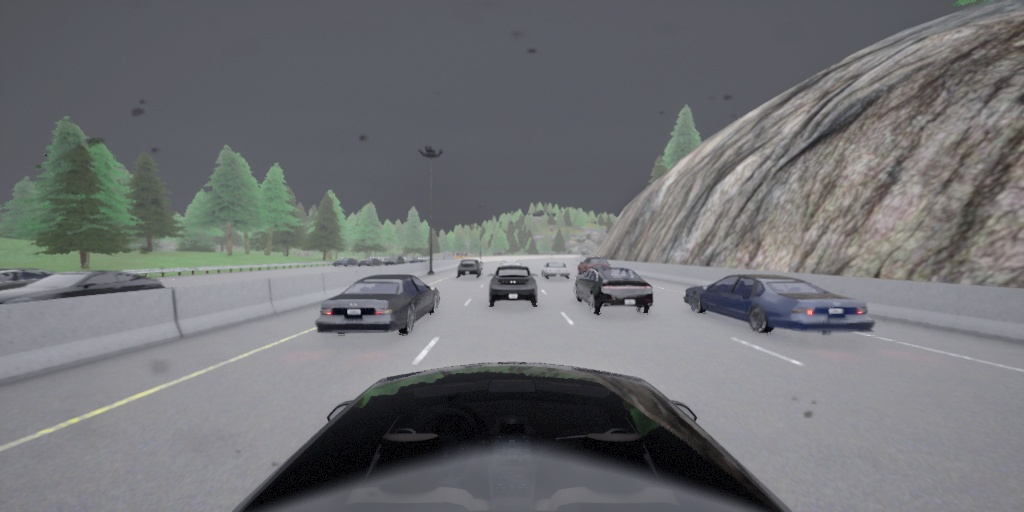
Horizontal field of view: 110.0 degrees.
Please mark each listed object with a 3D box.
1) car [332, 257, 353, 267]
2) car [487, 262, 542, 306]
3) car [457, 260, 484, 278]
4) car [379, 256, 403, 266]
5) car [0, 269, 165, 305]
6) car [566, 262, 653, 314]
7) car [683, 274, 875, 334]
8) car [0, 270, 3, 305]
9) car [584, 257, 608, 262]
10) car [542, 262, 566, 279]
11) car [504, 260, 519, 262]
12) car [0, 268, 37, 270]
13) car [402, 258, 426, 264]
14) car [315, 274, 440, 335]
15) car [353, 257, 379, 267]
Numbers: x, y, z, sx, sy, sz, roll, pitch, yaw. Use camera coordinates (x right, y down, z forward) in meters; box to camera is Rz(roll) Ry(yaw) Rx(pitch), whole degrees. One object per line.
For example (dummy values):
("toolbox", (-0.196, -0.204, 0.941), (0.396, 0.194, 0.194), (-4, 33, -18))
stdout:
("car", (-24.745, 0.924, 53.570), (2.033, 1.411, 5.357), (0, 0, 1))
("car", (0.034, 1.155, 15.133), (1.837, 1.490, 4.892), (0, 0, 0))
("car", (-3.545, 1.041, 30.822), (1.837, 1.490, 4.892), (0, 0, 0))
("car", (-17.739, 0.722, 54.119), (2.097, 1.767, 4.553), (0, 0, 1))
("car", (-14.137, 1.207, 11.787), (1.812, 1.442, 4.674), (0, 0, 0))
("car", (3.543, 1.155, 13.225), (2.128, 1.511, 4.902), (0, 0, 0))
("car", (7.059, 1.231, 10.347), (2.033, 1.411, 5.357), (0, 0, 0))
("car", (-21.151, 1.245, 12.111), (1.994, 1.385, 4.181), (0, 0, 0))
("car", (6.956, 0.886, 30.537), (2.097, 1.767, 4.553), (0, 0, 0))
("car", (3.463, 1.146, 29.211), (1.895, 1.301, 4.718), (0, 0, 0))
("car", (-0.064, 1.053, 31.817), (1.812, 1.442, 4.674), (0, 0, 0))
("car", (-17.651, 1.172, 12.065), (2.128, 1.511, 4.902), (0, 0, 0))
("car", (-14.273, 0.975, 53.400), (1.895, 1.301, 4.718), (0, 0, 1))
("car", (-3.441, 1.236, 10.280), (2.033, 1.411, 5.357), (0, 0, 0))
("car", (-21.276, 0.922, 53.742), (2.033, 1.411, 5.357), (0, 0, 1))
